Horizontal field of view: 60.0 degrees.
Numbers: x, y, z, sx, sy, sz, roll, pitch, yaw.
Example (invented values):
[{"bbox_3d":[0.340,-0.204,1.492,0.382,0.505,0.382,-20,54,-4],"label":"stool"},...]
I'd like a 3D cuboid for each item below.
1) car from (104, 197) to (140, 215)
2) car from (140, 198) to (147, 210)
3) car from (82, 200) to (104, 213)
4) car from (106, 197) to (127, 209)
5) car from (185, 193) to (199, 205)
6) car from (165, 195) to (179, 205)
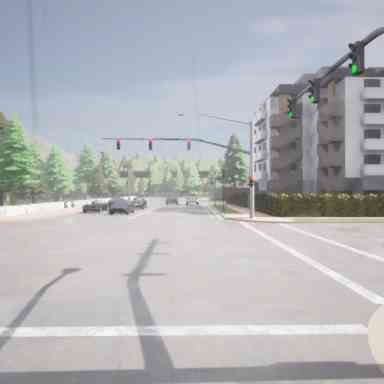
[{"bbox_3d":[-7.051,1.545,34.099,2.033,1.411,5.357,0,0,1],"label":"car"},{"bbox_3d":[-7.035,1.488,43.749,2.128,1.511,4.902,0,0,0],"label":"car"},{"bbox_3d":[-10.537,1.598,36.687,1.895,1.301,4.718,0,0,0],"label":"car"},{"bbox_3d":[-10.519,1.474,46.727,1.882,1.535,5.008,0,0,0],"label":"car"},{"bbox_3d":[0.056,1.217,58.136,2.150,2.045,5.566,0,0,0],"label":"car"},{"bbox_3d":[-3.444,1.347,58.065,2.097,1.767,4.553,0,0,0],"label":"car"}]
